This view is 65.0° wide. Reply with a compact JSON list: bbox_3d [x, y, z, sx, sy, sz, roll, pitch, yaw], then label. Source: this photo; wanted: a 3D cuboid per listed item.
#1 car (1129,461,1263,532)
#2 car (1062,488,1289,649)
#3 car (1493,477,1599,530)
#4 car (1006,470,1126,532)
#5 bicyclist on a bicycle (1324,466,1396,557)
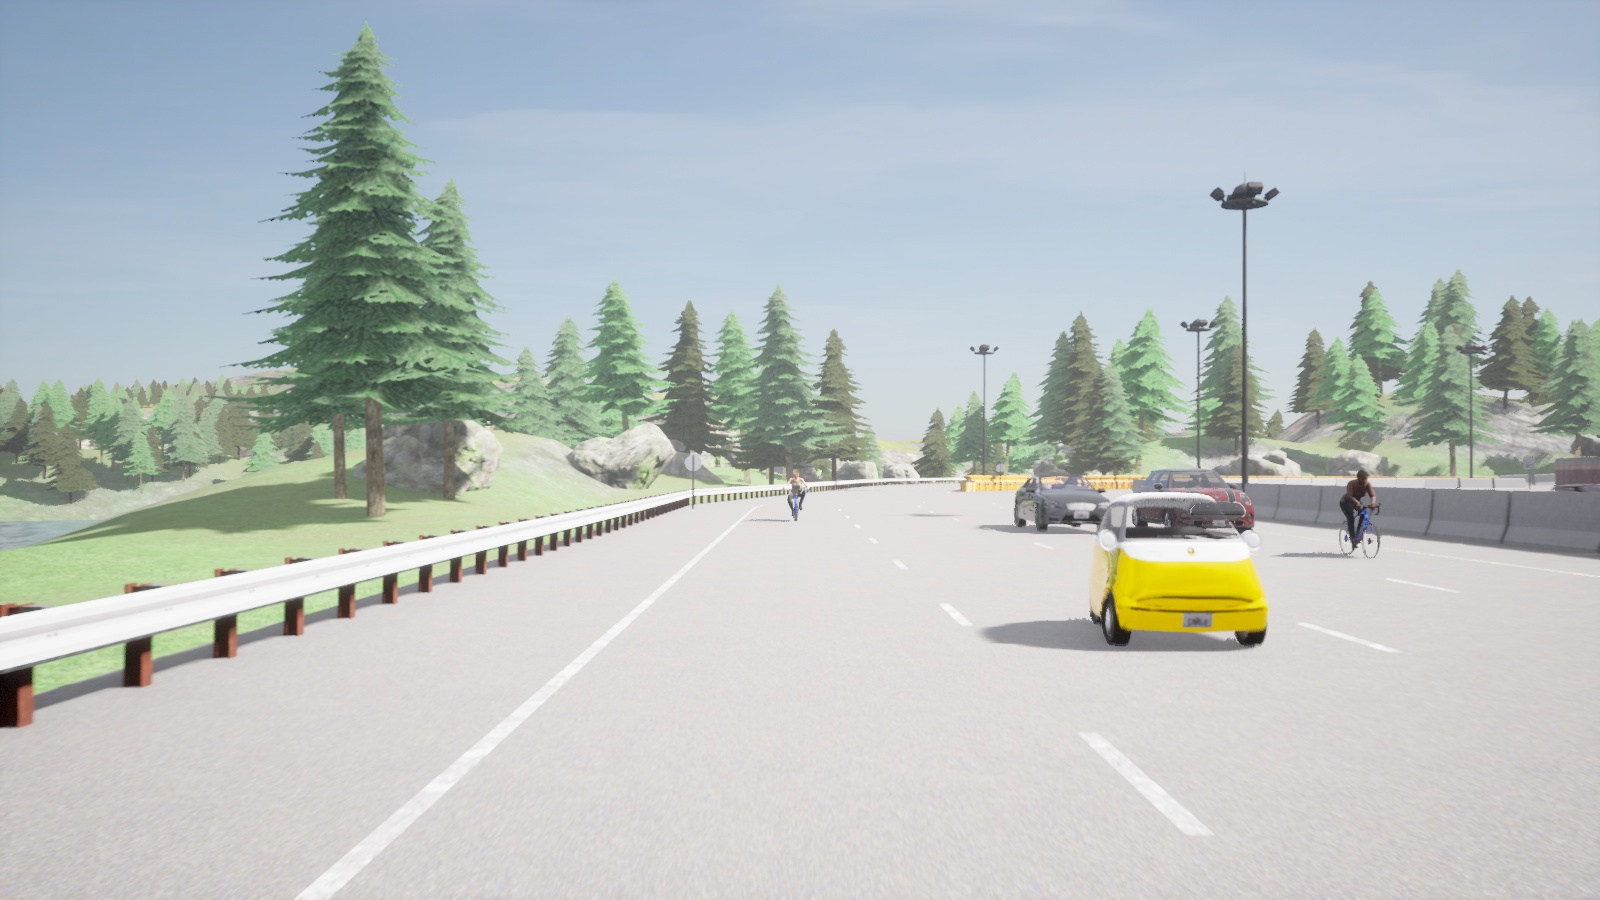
[{"bbox_3d":[10.401,1.190,33.392,2.097,1.767,4.553,0,-1,0],"label":"car"},{"bbox_3d":[3.466,1.055,11.938,1.481,1.376,2.207,0,-2,0],"label":"car"},{"bbox_3d":[20.902,1.396,33.774,1.895,1.301,4.718,0,-1,0],"label":"car"},{"bbox_3d":[6.991,1.304,33.574,2.128,1.511,4.902,0,-1,0],"label":"car"},{"bbox_3d":[10.432,1.118,23.438,0.582,1.620,1.656,0,-1,0],"label":"bicyclist on a bicycle"}]
